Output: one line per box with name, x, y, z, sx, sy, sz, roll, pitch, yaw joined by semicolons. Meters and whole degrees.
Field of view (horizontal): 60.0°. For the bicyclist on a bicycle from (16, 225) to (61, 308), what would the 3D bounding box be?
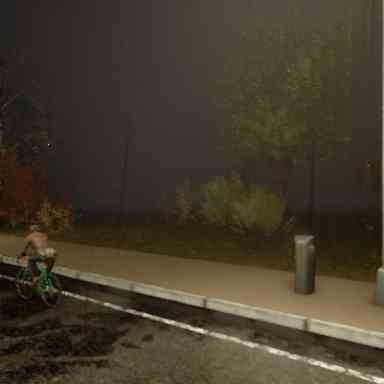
bicyclist on a bicycle;-3.202;1.509;6.878;1.656;1.620;0.582;-1;-1;35
